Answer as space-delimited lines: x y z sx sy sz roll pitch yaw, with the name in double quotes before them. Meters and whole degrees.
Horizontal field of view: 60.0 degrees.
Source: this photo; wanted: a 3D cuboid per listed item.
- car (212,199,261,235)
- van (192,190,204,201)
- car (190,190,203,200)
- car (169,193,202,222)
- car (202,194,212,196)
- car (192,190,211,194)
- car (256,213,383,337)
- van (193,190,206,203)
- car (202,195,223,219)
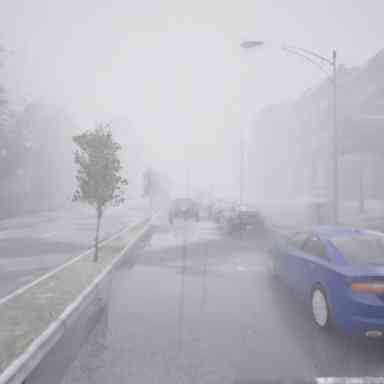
"car" 2.581 1.351 17.786 2.231 1.521 4.892 0 0 -2
"van" 1.076 0.684 62.252 1.878 1.987 4.442 0 1 -2
"car" 0.891 0.592 67.706 2.435 2.045 5.566 0 1 -2
"car" -0.607 1.166 24.682 2.097 1.767 4.553 0 1 -2
"car" 2.019 1.247 34.420 2.002 1.452 4.674 0 1 -2
"car" 1.642 0.846 45.534 2.435 2.045 5.566 0 1 -2
"car" 2.952 1.433 6.800 2.097 1.535 5.008 0 0 -1
"van" 1.264 0.750 56.708 1.878 1.987 4.442 0 1 -2
"car" 2.204 1.287 28.907 2.163 1.488 4.792 0 0 -2
